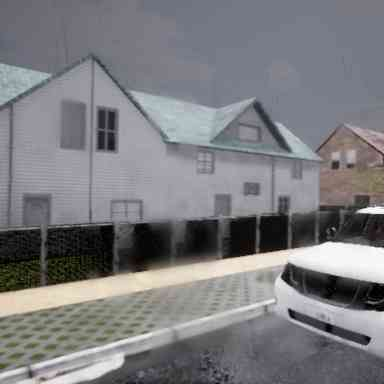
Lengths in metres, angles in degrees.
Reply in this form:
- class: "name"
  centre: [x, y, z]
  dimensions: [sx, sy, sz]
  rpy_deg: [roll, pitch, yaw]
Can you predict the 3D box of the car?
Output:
- class: "car"
  centre: [3.940, 1.246, 5.864]
  dimensions: [5.566, 2.045, 2.150]
  rpy_deg: [0, 0, -35]
